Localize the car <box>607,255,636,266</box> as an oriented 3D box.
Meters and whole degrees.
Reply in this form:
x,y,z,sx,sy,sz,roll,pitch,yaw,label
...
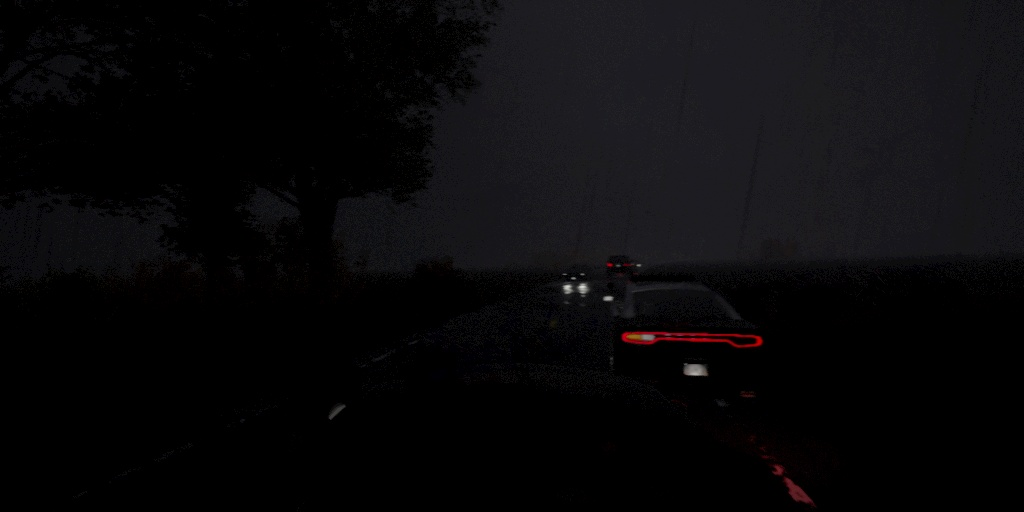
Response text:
x,y,z,sx,sy,sz,roll,pitch,yaw,label
10.142,0.932,33.609,2.150,2.045,5.566,-2,-1,20,car

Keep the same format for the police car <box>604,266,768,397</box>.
x,y,z,sx,sy,sz,roll,pitch,yaw,label
2.806,1.141,6.746,1.930,1.638,5.238,-2,0,14,police car

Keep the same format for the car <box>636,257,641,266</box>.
x,y,z,sx,sy,sz,roll,pitch,yaw,label
14.594,1.024,45.116,2.097,1.767,4.553,-2,0,23,car

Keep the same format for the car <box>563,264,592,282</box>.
x,y,z,sx,sy,sz,roll,pitch,yaw,label
5.657,1.353,30.441,2.033,1.411,5.357,-2,0,19,car
